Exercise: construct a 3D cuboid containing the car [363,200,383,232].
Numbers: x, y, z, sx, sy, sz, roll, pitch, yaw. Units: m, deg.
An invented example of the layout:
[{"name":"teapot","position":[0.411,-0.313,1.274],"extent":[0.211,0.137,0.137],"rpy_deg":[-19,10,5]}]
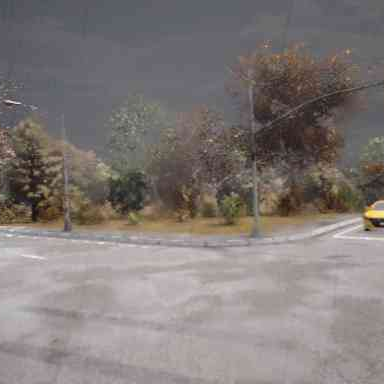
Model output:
[{"name":"car","position":[10.121,1.131,16.903],"extent":[1.882,1.535,5.008],"rpy_deg":[-3,-1,39]}]
